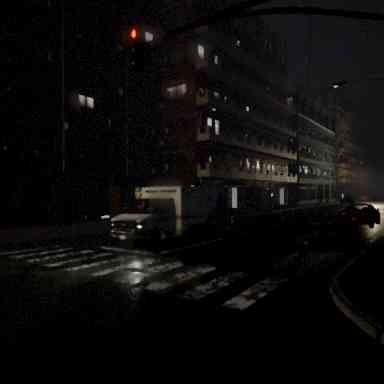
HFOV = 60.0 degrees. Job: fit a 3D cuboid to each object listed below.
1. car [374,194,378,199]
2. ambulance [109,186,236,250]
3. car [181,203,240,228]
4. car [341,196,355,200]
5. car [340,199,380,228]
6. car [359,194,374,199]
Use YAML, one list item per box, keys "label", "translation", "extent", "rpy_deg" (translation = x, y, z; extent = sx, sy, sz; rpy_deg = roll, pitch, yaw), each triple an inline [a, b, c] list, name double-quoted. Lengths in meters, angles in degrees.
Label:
- label: "car"
  translation: [43.730, 1.220, 80.318]
  extent: [1.947, 1.339, 4.313]
  rpy_deg: [-1, 0, 36]
- label: "ambulance"
  translation: [-0.733, 0.983, 15.029]
  extent: [2.351, 2.431, 6.366]
  rpy_deg: [-1, 0, 36]
- label: "car"
  translation: [1.379, 1.502, 22.666]
  extent: [1.887, 1.381, 4.507]
  rpy_deg: [-1, 0, 36]
- label: "car"
  translation: [26.950, 1.335, 57.390]
  extent: [1.947, 1.339, 4.313]
  rpy_deg: [-1, 0, 36]
- label: "car"
  translation: [10.308, 1.368, 20.285]
  extent: [1.887, 1.381, 4.507]
  rpy_deg: [-1, 0, 36]
- label: "car"
  translation: [37.018, 1.281, 71.147]
  extent: [1.802, 1.307, 4.206]
  rpy_deg: [-1, 0, 36]
